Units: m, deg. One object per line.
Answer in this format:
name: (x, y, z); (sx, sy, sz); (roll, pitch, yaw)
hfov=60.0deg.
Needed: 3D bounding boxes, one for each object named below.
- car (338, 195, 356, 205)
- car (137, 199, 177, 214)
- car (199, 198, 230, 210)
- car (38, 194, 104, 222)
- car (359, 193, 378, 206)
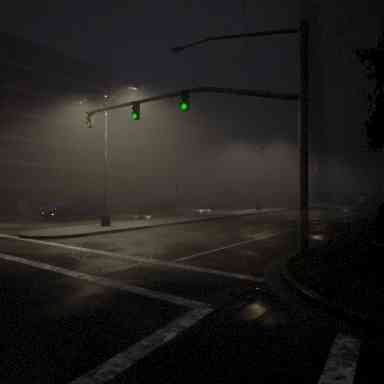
car: (26.656, 1.352, 57.153); (2.097, 1.767, 4.553); (0, 0, 36)
car: (-3.631, 1.478, 35.267); (1.882, 1.535, 5.008); (0, 0, 36)
car: (3.057, 1.548, 44.496); (2.033, 1.411, 5.357); (0, 0, 36)
car: (-9.535, 1.222, 27.117); (2.150, 2.045, 5.566); (0, 0, 36)
car: (28.722, 1.221, 54.039); (2.150, 2.045, 5.566); (0, 0, 36)
